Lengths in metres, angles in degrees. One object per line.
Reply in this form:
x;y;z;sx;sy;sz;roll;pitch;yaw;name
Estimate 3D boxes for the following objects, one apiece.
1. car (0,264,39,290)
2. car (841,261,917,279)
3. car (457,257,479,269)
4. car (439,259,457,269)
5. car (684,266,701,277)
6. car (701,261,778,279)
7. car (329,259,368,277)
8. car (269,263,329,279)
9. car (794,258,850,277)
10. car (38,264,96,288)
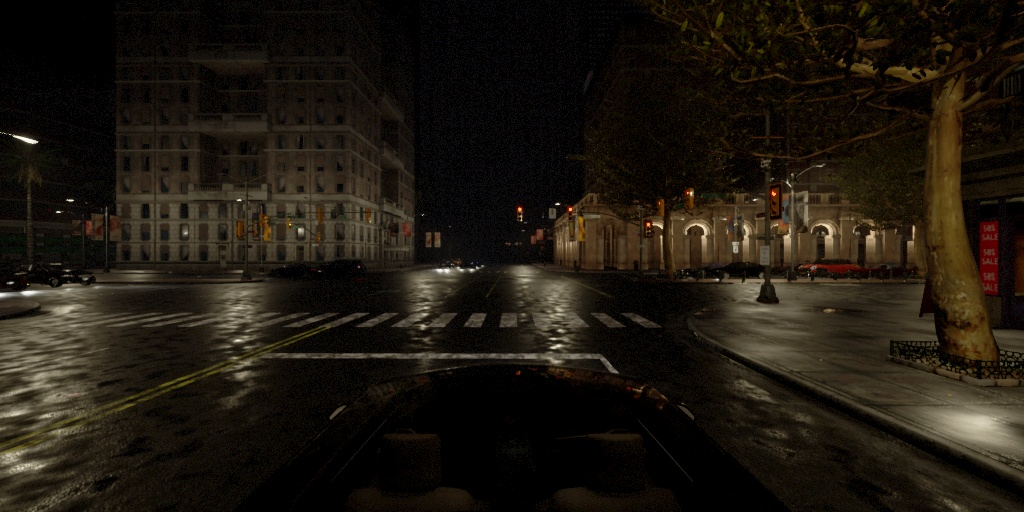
-29.793;1.314;19.910;4.181;1.385;1.994;0;0;1;car
31.951;1.351;31.076;4.718;1.301;1.895;0;0;1;car
-6.916;1.102;56.804;2.097;1.767;4.553;0;0;1;car
-10.412;1.242;57.249;2.128;1.511;4.902;0;0;1;car
19.652;1.297;34.684;5.357;1.411;2.033;0;0;1;car
19.707;1.228;31.183;5.008;1.535;1.882;0;0;0;car
-16.649;1.102;34.991;4.553;1.767;2.097;0;0;0;car
-18.880;1.314;31.509;4.181;1.385;1.994;0;0;0;car
30.350;1.104;34.591;4.553;1.767;2.097;0;0;0;car
-30.233;1.242;23.421;4.902;1.511;2.128;0;0;1;car
